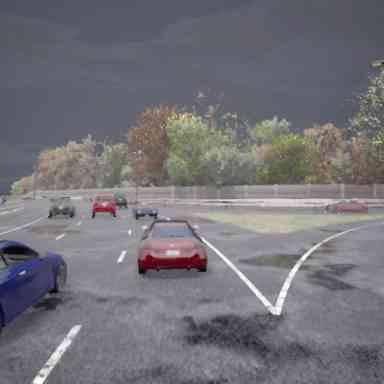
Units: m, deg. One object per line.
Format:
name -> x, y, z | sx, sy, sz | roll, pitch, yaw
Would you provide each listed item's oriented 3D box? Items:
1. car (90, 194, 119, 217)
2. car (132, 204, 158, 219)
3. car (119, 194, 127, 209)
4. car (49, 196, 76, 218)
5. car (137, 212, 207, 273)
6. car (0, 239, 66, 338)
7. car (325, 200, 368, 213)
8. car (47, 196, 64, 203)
car -> -8.700, 1.305, 32.651 | 2.150, 2.045, 5.566 | 0, 0, -17
car -> -4.228, 1.662, 29.306 | 1.895, 1.301, 4.718 | 0, 0, -14
car -> -10.788, 1.335, 47.305 | 2.150, 2.045, 5.566 | 0, 0, -25
car -> -12.147, 1.446, 31.378 | 2.097, 1.767, 4.553 | 0, 0, -16
car -> -0.687, 1.583, 10.807 | 1.994, 1.385, 4.181 | 0, 0, -5
car -> -3.752, 1.549, 5.856 | 1.812, 1.442, 4.674 | 0, 0, -3
car -> 16.584, 1.561, 35.841 | 4.181, 1.385, 1.994 | 0, 0, 9
car -> -31.998, 1.741, 78.126 | 4.892, 1.490, 1.837 | 0, 0, 44
